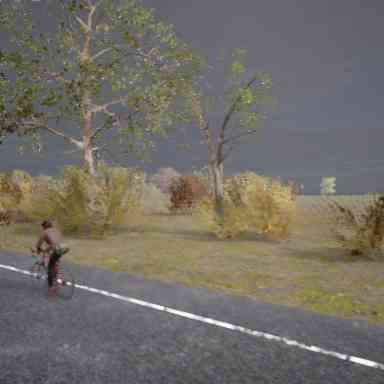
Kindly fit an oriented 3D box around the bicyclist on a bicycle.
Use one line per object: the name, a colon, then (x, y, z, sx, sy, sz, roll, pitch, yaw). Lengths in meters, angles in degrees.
bicyclist on a bicycle: (-3.071, 1.457, 7.249, 1.656, 1.620, 0.582, 0, 0, 35)
